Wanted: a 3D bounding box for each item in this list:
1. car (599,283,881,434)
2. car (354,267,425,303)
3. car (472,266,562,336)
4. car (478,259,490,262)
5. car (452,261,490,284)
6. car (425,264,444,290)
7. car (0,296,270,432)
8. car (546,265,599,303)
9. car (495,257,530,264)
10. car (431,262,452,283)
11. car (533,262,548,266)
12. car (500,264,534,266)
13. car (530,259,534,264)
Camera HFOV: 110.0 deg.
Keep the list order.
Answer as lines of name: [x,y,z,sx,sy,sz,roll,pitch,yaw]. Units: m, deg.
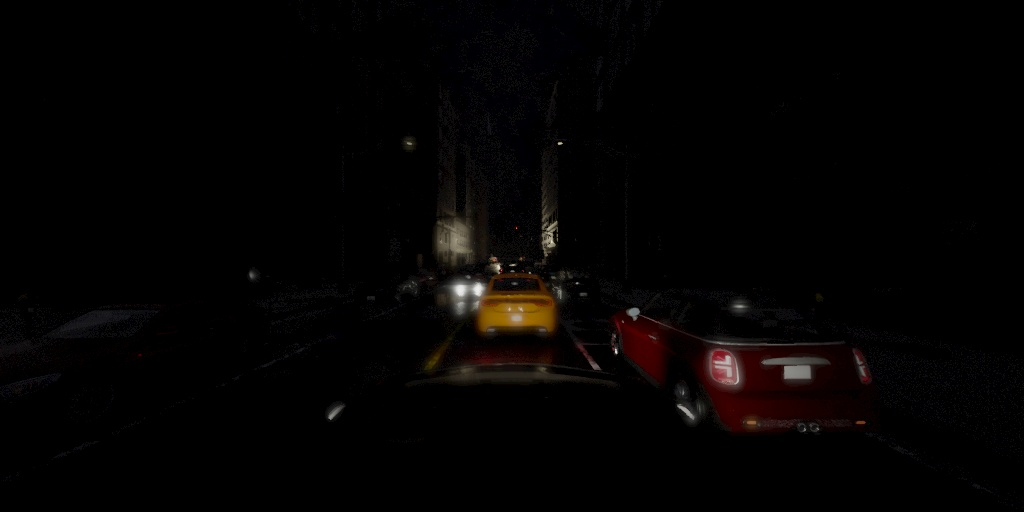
car: [2.864,1.190,5.526,1.967,1.591,4.097,0,0,0]
car: [-5.640,1.317,16.546,1.948,1.339,4.313,0,0,0]
car: [0.114,1.228,10.414,1.882,1.535,5.008,0,0,0]
car: [-5.513,1.375,64.650,1.802,1.307,4.207,0,0,0]
car: [-2.969,1.318,26.761,1.994,1.385,4.181,0,0,1]
car: [-5.630,1.334,22.047,1.802,1.307,4.207,0,0,0]
car: [-5.661,1.332,5.543,1.802,1.307,4.207,0,0,0]
car: [2.885,1.301,16.529,2.007,1.370,4.403,0,0,0]
car: [0.080,1.105,28.135,2.097,1.767,4.553,0,0,1]
car: [-5.619,1.193,27.548,1.967,1.591,4.097,0,0,0]
car: [2.906,1.319,27.532,1.948,1.339,4.313,0,0,0]
car: [0.135,1.315,19.403,1.994,1.385,4.181,0,0,0]
car: [3.012,1.233,64.621,1.967,1.591,4.097,0,0,0]
